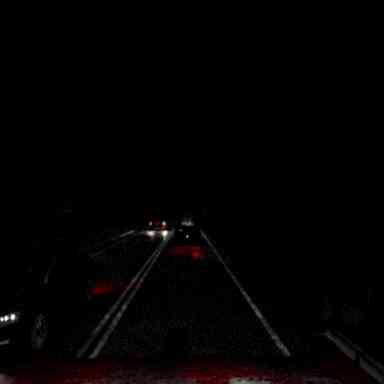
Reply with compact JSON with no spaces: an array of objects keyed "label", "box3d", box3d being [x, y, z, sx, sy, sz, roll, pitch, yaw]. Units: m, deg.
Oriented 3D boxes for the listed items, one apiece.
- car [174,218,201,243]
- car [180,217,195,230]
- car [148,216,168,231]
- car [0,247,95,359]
[{"label":"car","box3d":[-0.346,2.949,25.107,2.128,1.511,4.902,0,-3,-1]},{"label":"car","box3d":[-0.574,4.002,42.343,1.812,1.442,4.674,0,-3,-1]},{"label":"car","box3d":[-3.974,3.697,39.903,2.097,1.767,4.553,0,-4,-1]},{"label":"car","box3d":[-3.458,1.991,7.010,2.128,1.511,4.902,0,-3,-1]}]
